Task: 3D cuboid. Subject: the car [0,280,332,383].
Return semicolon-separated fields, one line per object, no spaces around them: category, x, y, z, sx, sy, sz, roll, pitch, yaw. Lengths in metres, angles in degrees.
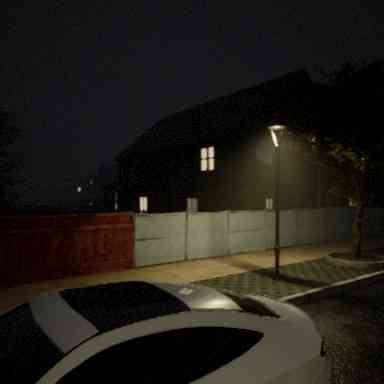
car;-0.815;1.530;2.488;4.674;1.442;1.812;1;0;-35
